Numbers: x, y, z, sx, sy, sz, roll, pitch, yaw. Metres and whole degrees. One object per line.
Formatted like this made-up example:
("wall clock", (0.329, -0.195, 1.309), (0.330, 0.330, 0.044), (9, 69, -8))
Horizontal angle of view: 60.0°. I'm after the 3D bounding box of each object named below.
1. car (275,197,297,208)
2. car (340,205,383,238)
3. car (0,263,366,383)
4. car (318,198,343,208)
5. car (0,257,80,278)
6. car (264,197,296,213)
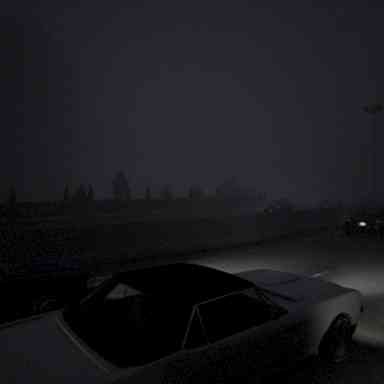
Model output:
("car", (12.902, 1.413, 45.574), (1.812, 1.442, 4.674), (0, 0, 29))
("car", (9.513, 1.498, 17.284), (1.994, 1.385, 4.181), (0, 0, 44))
("car", (0.160, 1.597, 4.078), (4.718, 1.301, 1.895), (0, 0, -37))
("car", (14.745, 1.379, 35.317), (2.128, 1.511, 4.902), (0, 0, 33))
("car", (-4.079, 1.619, 5.270), (4.718, 1.301, 1.895), (0, 0, -36))
("car", (8.737, 1.448, 32.853), (1.812, 1.442, 4.674), (0, 0, 36))
